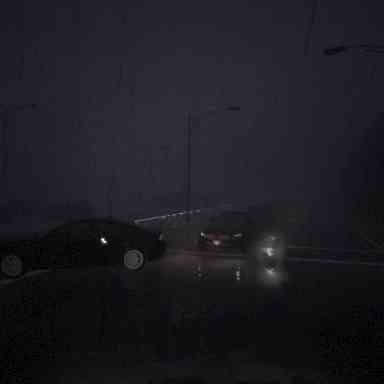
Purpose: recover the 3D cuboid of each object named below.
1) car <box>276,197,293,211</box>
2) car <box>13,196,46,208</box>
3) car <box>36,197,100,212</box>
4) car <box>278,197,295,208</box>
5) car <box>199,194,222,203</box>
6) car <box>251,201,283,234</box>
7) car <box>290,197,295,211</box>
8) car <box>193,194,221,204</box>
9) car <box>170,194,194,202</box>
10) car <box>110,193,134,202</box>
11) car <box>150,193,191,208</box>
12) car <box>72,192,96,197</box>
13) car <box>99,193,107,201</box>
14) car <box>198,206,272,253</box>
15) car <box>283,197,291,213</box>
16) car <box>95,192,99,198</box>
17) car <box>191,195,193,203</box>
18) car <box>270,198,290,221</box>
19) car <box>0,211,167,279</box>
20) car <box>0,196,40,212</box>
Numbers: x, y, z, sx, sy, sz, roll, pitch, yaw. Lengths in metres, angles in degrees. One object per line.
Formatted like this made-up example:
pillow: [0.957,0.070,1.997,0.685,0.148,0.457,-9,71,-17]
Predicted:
car: [11.734,1.484,42.063,1.837,1.490,4.892,0,0,19]
car: [-21.619,1.274,44.291,3.633,1.501,1.845,0,0,19]
car: [-8.991,1.356,24.197,3.633,1.501,1.845,0,0,19]
car: [13.624,1.469,47.636,2.128,1.511,4.902,0,0,19]
car: [3.515,1.203,62.934,3.806,1.475,1.970,0,0,19]
car: [3.997,1.490,19.271,1.837,1.490,4.892,0,0,19]
car: [9.852,1.544,36.510,1.994,1.385,4.181,0,0,19]
car: [1.760,1.126,56.753,5.027,1.636,2.152,0,0,19]
car: [-1.984,1.258,68.667,4.514,1.523,2.007,0,0,19]
car: [-13.694,1.046,65.309,4.605,1.855,1.932,0,0,19]
car: [-2.892,1.075,41.752,4.605,1.855,1.932,0,0,19]
car: [-18.369,1.249,53.741,4.514,1.523,2.007,0,0,19]
car: [-20.090,1.015,70.948,3.866,1.878,1.905,0,0,19]
car: [1.841,1.514,13.866,1.812,1.442,4.674,0,0,25]
car: [7.803,1.487,30.475,1.837,1.490,4.892,0,0,19]
car: [-21.737,1.299,67.996,3.806,1.475,1.970,0,0,19]
car: [-2.349,1.053,44.636,3.866,1.878,1.905,0,0,19]
car: [5.916,1.475,24.914,2.128,1.511,4.902,0,0,19]
car: [-3.264,1.475,9.850,5.008,1.535,1.882,0,0,-15]
car: [-15.061,1.356,29.403,3.806,1.475,1.970,0,0,19]
